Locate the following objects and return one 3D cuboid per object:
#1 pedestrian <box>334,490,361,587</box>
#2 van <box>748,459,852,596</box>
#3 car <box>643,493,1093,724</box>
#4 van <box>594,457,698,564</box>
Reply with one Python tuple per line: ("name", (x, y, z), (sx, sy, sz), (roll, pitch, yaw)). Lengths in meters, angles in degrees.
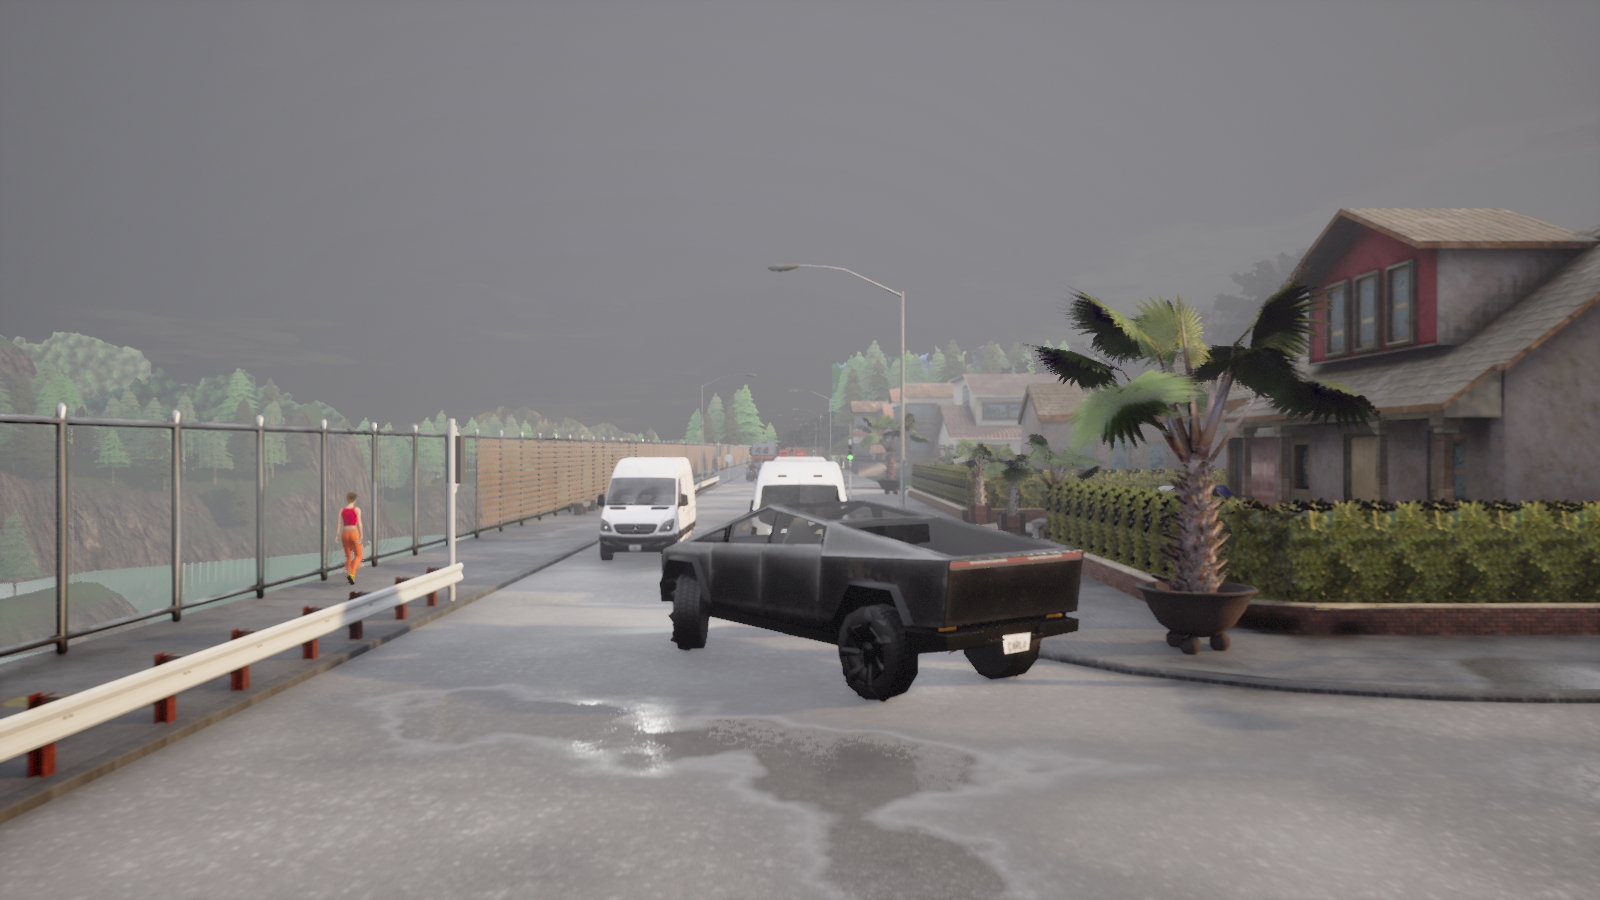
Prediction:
("pedestrian", (-8.804, 1.715, 22.247), (0.375, 1.860, 0.375), (0, 0, -1))
("van", (0.006, 1.501, 24.810), (1.988, 2.561, 5.915), (0, 0, 0))
("car", (0.520, 1.733, 14.855), (2.390, 2.098, 6.274), (0, 0, -36))
("van", (-3.993, 1.495, 30.613), (1.988, 2.561, 5.915), (0, 0, 0))
